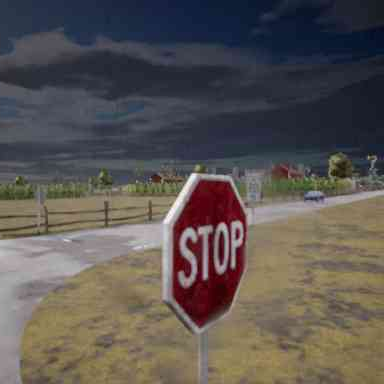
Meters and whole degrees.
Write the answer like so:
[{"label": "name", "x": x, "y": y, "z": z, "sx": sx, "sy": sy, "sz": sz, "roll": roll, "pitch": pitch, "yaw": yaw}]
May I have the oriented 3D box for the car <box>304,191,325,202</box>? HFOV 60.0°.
[{"label": "car", "x": 17.392, "y": 0.597, "z": 47.267, "sx": 1.882, "sy": 1.535, "sz": 5.008, "roll": 0, "pitch": 1, "yaw": 35}]
